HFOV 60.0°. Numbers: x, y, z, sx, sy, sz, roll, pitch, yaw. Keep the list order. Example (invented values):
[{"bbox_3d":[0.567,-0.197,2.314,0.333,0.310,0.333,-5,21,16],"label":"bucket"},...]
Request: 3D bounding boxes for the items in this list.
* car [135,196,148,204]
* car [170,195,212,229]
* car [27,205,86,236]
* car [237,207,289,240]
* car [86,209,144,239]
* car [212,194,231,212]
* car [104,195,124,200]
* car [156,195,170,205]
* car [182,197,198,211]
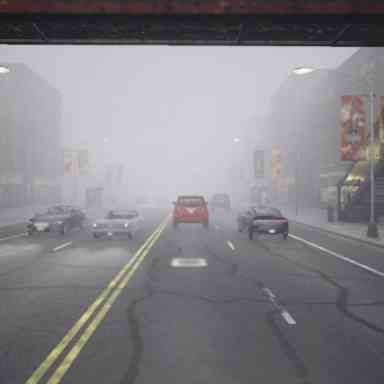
[{"bbox_3d":[-9.263,1.472,60.548,2.128,1.511,4.902,0,0,-18],"label":"car"},{"bbox_3d":[-0.086,1.215,21.794,2.150,2.045,5.566,0,0,-1],"label":"car"},{"bbox_3d":[-7.255,1.487,18.354,2.128,1.511,4.902,0,0,-1],"label":"car"},{"bbox_3d":[3.459,1.484,16.861,2.128,1.511,4.902,0,0,-1],"label":"car"},{"bbox_3d":[-3.747,1.595,17.351,1.895,1.301,4.718,0,0,-1],"label":"car"},{"bbox_3d":[3.243,1.205,39.402,2.150,2.045,5.566,0,0,-1],"label":"car"},{"bbox_3d":[-21.319,1.567,92.282,4.718,1.301,1.895,0,0,29],"label":"car"},{"bbox_3d":[-5.427,1.526,60.346,2.033,1.411,5.357,0,0,-15],"label":"car"},{"bbox_3d":[-0.275,1.462,41.173,1.882,1.535,5.008,0,0,-1],"label":"car"}]
